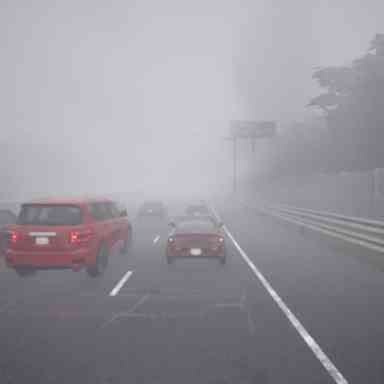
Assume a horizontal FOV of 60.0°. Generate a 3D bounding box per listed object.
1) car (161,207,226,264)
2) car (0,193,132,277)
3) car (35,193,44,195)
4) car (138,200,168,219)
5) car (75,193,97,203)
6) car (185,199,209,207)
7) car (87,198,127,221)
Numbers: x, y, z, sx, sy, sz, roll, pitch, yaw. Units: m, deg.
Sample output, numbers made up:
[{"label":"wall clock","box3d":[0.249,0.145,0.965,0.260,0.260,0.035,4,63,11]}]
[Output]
[{"label":"car","box3d":[0.150,1.479,11.534,1.812,1.442,4.674,0,0,1]},{"label":"car","box3d":[-3.373,1.181,10.280,2.150,2.045,5.566,0,1,1]},{"label":"car","box3d":[-23.396,0.885,51.218,1.895,1.301,4.718,0,2,3]},{"label":"car","box3d":[-3.082,1.361,26.840,1.994,1.385,4.181,0,1,2]},{"label":"car","box3d":[-16.379,0.839,51.541,1.994,1.385,4.181,0,2,3]},{"label":"car","box3d":[0.430,1.320,27.176,1.812,1.442,4.674,0,1,2]},{"label":"car","box3d":[-6.597,1.310,26.373,1.837,1.490,4.892,0,1,2]}]
